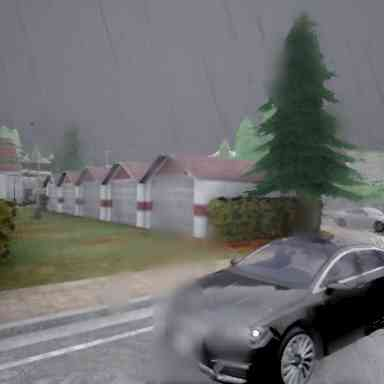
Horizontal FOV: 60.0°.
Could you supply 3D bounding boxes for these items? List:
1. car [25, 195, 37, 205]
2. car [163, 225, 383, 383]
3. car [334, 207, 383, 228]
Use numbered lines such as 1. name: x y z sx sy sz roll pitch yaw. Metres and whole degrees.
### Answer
1. car: -30.220 1.427 62.797 1.905 1.878 3.866 1 0 -36
2. car: 1.872 1.533 5.376 4.902 1.511 2.128 1 0 -37
3. car: 11.595 1.739 22.031 1.812 1.442 4.674 1 0 -23
